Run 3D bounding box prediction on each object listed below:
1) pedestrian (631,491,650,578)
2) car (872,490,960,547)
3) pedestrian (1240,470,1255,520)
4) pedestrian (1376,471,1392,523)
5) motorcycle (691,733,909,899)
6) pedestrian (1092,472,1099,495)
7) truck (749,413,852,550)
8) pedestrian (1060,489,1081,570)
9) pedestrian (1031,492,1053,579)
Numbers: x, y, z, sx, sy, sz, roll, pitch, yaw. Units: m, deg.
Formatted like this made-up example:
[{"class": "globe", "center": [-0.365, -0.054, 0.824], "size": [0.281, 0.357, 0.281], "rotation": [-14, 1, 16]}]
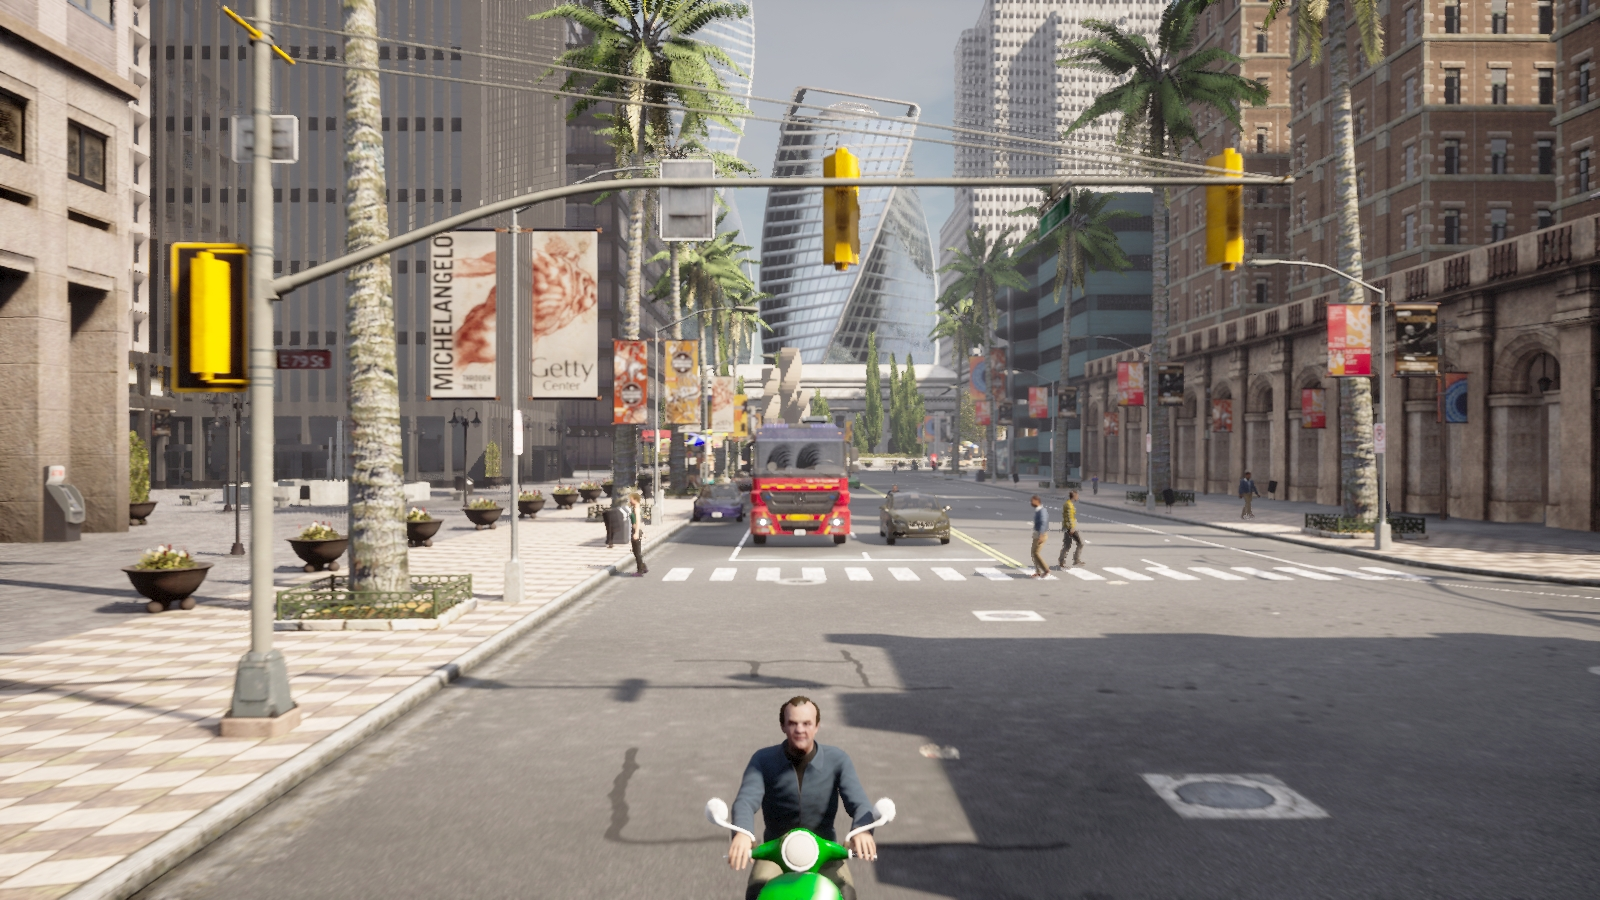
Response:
[{"class": "pedestrian", "center": [-3.483, 1.845, 25.009], "size": [0.375, 1.860, 0.375], "rotation": [0, 0, -2]}, {"class": "car", "center": [3.502, 2.057, 35.347], "size": [2.231, 1.480, 4.892], "rotation": [0, 0, 0]}, {"class": "pedestrian", "center": [16.736, 1.691, 42.756], "size": [0.375, 1.860, 0.375], "rotation": [0, 0, -11]}, {"class": "pedestrian", "center": [20.948, 1.691, 41.008], "size": [0.375, 1.860, 0.375], "rotation": [0, 0, 0]}, {"class": "motorcycle", "center": [0.000, 2.181, 5.391], "size": [0.856, 1.236, 1.805], "rotation": [0, 0, 0]}, {"class": "pedestrian", "center": [17.270, 1.968, 66.822], "size": [0.375, 1.300, 0.375], "rotation": [0, 0, 12]}, {"class": "truck", "center": [0.009, 0.886, 36.159], "size": [2.891, 3.827, 8.468], "rotation": [0, 0, 0]}, {"class": "pedestrian", "center": [6.281, 1.846, 26.542], "size": [0.375, 1.860, 0.375], "rotation": [0, 0, -3]}, {"class": "pedestrian", "center": [5.230, 1.846, 24.725], "size": [0.375, 1.860, 0.375], "rotation": [0, 0, -4]}]
